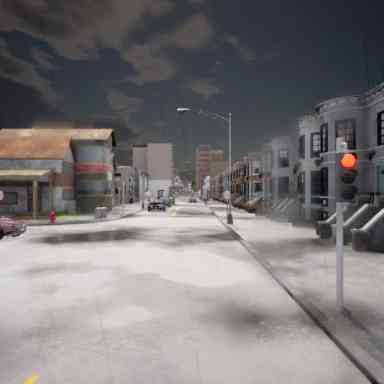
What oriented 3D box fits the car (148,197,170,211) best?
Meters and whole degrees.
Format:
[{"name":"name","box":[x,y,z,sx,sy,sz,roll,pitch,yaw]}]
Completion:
[{"name":"car","box":[-4.056,1.560,39.488,1.994,1.385,4.181,0,0,0]}]

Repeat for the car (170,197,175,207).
[{"name":"car","box":[-4.032,1.500,49.433,1.837,1.490,4.892,0,0,0]}]

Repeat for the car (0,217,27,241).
[{"name":"car","box":[-10.355,1.524,15.767,4.674,1.442,1.812,0,0,0]}]

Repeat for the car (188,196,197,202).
[{"name":"car","box":[0.134,1.682,73.306,2.033,1.411,5.357,0,0,0]}]

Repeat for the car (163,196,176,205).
[{"name":"car","box":[-3.983,1.541,59.882,2.033,1.411,5.357,0,0,1]}]
